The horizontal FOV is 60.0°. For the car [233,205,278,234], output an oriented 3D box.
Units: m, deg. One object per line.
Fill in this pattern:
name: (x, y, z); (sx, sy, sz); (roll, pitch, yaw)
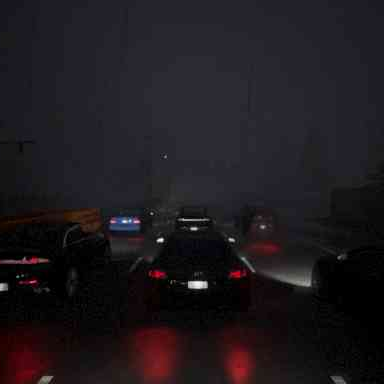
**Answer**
car: (3.591, 1.505, 19.271); (1.837, 1.490, 4.892); (0, 0, 0)

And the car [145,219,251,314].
car: (0.097, 1.564, 7.723); (1.994, 1.385, 4.181); (0, 0, 0)

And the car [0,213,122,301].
car: (-3.404, 1.488, 8.333); (2.128, 1.511, 4.902); (0, 0, 0)

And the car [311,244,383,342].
car: (3.597, 1.563, 5.650); (1.994, 1.385, 4.181); (0, 0, 0)

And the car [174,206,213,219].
car: (0.093, 1.492, 17.672); (2.128, 1.511, 4.902); (0, 0, 0)

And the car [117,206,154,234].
car: (-3.408, 1.547, 19.343); (2.033, 1.411, 5.357); (0, 0, 0)
